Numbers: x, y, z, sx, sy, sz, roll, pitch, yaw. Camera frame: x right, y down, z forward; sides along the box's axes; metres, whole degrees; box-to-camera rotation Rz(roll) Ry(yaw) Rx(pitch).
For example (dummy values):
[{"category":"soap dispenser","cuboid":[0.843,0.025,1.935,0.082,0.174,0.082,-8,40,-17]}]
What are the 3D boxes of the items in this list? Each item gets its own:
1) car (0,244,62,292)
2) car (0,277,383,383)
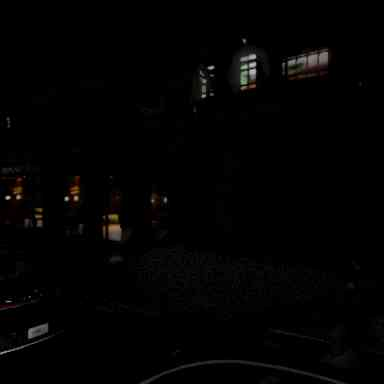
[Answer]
[{"category":"car","cuboid":[-3.747,1.545,5.541,4.403,1.369,2.008,0,0,35]},{"category":"car","cuboid":[0.760,1.550,2.331,4.403,1.369,2.008,0,0,35]}]
